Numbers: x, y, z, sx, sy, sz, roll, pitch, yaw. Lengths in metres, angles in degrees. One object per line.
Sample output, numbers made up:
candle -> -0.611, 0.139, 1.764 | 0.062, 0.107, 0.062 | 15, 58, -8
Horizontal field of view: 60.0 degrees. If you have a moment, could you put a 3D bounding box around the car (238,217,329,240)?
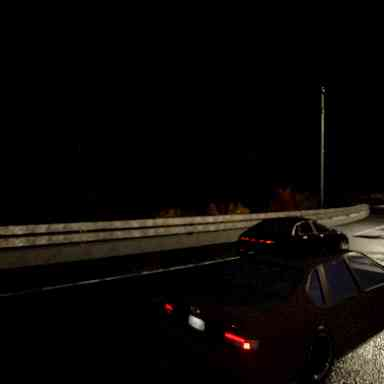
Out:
car -> 3.604, 1.627, 11.425 | 4.892, 1.490, 1.837 | 1, -1, -41

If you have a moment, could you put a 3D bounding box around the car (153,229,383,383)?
car -> 2.007, 1.608, 5.463 | 5.357, 1.411, 2.033 | 1, -1, -39
